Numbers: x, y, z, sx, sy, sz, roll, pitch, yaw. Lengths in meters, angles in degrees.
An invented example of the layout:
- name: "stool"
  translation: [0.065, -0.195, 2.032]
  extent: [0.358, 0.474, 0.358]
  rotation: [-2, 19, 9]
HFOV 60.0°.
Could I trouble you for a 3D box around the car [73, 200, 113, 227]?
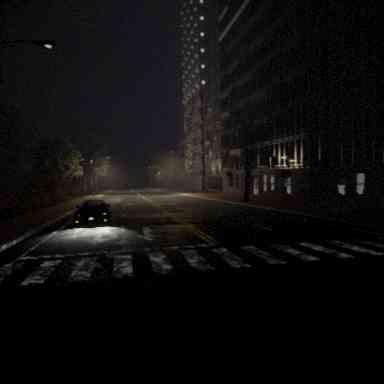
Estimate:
- name: "car"
  translation: [-5.717, 1.176, 19.462]
  extent: [1.994, 1.385, 4.181]
  rotation: [-2, 2, -12]
